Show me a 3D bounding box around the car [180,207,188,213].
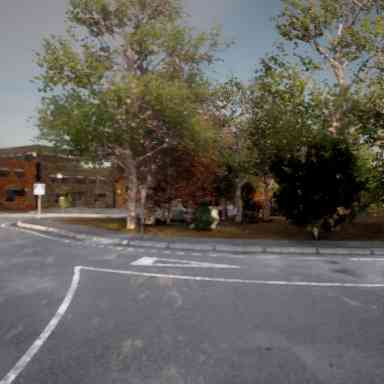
[{"bbox_3d":[-1.392,4.958,93.414,2.435,2.045,5.566,0,-2,23],"label":"car"}]
